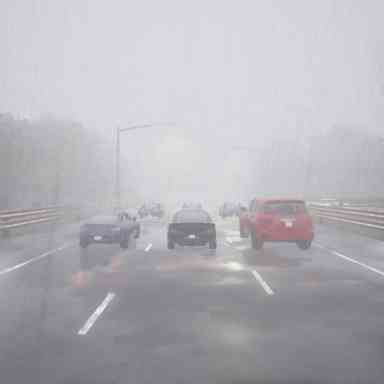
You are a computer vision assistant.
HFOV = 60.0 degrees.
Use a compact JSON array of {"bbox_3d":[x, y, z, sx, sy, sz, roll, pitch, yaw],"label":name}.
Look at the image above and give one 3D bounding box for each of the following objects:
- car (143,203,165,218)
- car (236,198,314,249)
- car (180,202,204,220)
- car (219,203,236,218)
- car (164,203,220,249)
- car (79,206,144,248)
[{"bbox_3d":[-3.500,1.612,29.680,1.895,1.301,4.718,0,0,0],"label":"car"},{"bbox_3d":[3.499,1.258,14.681,2.150,2.045,5.566,0,0,0],"label":"car"},{"bbox_3d":[0.000,1.613,29.680,1.895,1.301,4.718,0,0,0],"label":"car"},{"bbox_3d":[3.500,1.613,29.680,1.895,1.301,4.718,0,0,0],"label":"car"},{"bbox_3d":[0.000,1.485,14.650,1.882,1.535,5.008,0,0,0],"label":"car"},{"bbox_3d":[-3.500,1.533,14.650,1.812,1.442,4.674,0,0,0],"label":"car"}]
